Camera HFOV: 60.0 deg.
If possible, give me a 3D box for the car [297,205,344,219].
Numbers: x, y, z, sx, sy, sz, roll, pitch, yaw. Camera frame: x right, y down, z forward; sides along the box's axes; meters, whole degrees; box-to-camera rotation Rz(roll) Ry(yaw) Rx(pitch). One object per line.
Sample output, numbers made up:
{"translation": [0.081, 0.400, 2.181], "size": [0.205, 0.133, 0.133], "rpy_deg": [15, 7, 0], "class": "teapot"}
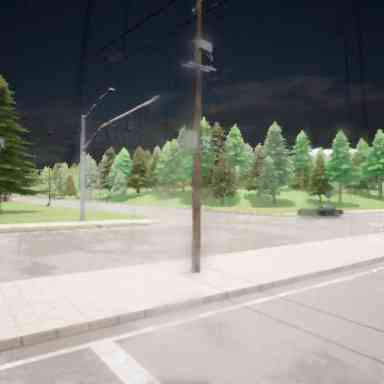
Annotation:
{"translation": [12.986, 1.988, 33.647], "size": [4.718, 1.301, 1.895], "rpy_deg": [1, 0, -24], "class": "car"}
